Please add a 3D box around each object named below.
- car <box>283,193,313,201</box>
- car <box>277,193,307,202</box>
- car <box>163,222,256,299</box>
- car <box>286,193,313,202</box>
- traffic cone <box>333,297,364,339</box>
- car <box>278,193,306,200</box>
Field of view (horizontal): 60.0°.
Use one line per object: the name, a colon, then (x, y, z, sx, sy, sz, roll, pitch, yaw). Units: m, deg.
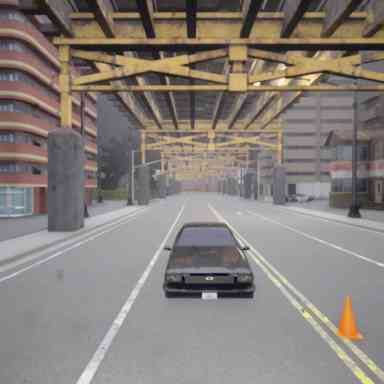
car: (17.487, 0.835, 54.972, 4.536, 1.218, 1.853, 0, 1, -20)
car: (17.785, 0.945, 59.113, 4.974, 1.542, 2.038, 0, 1, 25)
car: (0.358, 1.531, 8.834, 2.033, 1.411, 5.357, 0, 0, 1)
car: (17.439, 0.993, 54.956, 4.974, 1.542, 2.038, 0, 1, -20)
traffic cone: (2.452, 1.948, 5.228, 0.340, 0.580, 0.340, 0, 0, 0)
car: (17.832, 0.787, 59.089, 4.536, 1.218, 1.853, 0, 1, 25)
